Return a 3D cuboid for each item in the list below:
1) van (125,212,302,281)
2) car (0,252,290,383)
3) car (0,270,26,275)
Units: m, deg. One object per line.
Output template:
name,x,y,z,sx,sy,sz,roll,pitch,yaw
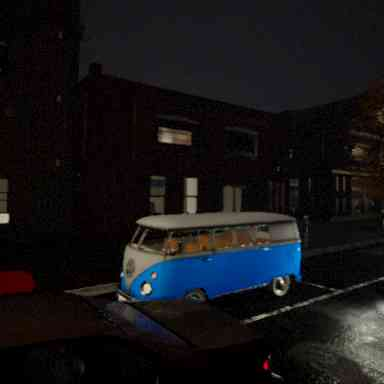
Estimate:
van,0.524,1.340,6.912,3.998,1.788,1.690,0,1,-35
car,-1.733,1.548,2.133,5.357,1.411,2.033,0,0,-36
car,-4.108,1.545,3.612,4.507,1.381,1.887,0,1,-35
